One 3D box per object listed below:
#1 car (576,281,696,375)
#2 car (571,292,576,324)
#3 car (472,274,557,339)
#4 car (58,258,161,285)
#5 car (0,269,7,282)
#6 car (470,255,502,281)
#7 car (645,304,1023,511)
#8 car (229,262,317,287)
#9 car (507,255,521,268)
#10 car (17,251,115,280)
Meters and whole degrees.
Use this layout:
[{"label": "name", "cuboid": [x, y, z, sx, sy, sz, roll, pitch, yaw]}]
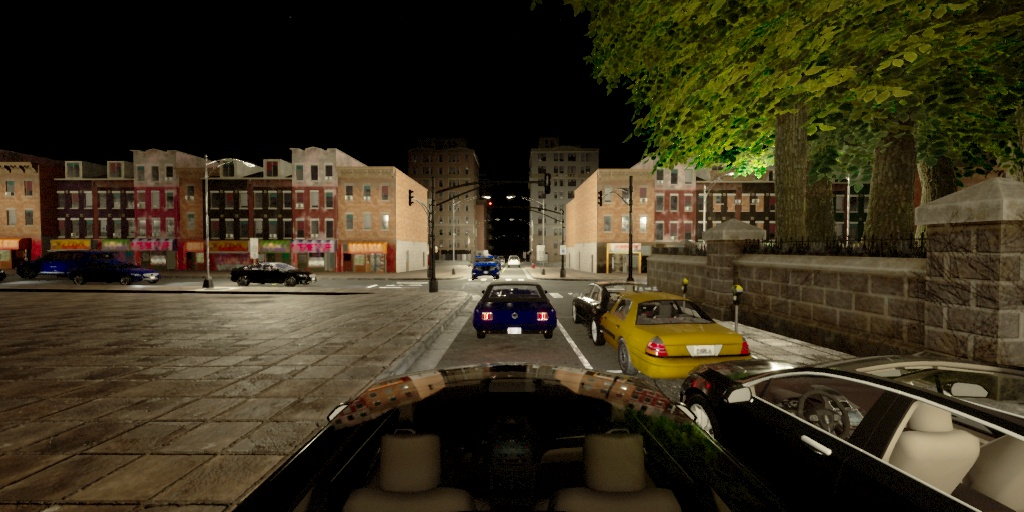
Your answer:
[{"label": "car", "cuboid": [2.684, 1.274, 7.289, 1.751, 1.417, 4.829, 0, 0, 0]}, {"label": "car", "cuboid": [2.658, 1.299, 9.262, 2.007, 1.370, 4.403, 0, 0, 0]}, {"label": "car", "cuboid": [0.072, 1.349, 10.066, 1.895, 1.301, 4.718, 0, 0, 0]}, {"label": "car", "cuboid": [-25.140, 1.084, 22.740, 4.674, 1.442, 1.812, 1, 1, 0]}, {"label": "car", "cuboid": [-35.283, 0.970, 22.768, 4.674, 1.442, 1.812, 1, 1, 1]}, {"label": "car", "cuboid": [-2.363, 0.963, 30.574, 2.150, 2.045, 5.566, 0, -1, -7]}, {"label": "car", "cuboid": [2.637, 1.300, 2.127, 2.007, 1.370, 4.403, 0, 0, 0]}, {"label": "car", "cuboid": [-15.035, 1.161, 22.721, 4.902, 1.511, 2.128, 1, 1, 0]}, {"label": "car", "cuboid": [0.379, 1.012, 63.734, 2.150, 2.045, 5.566, 0, 0, 0]}, {"label": "car", "cuboid": [-31.632, 0.643, 25.687, 5.566, 2.045, 2.150, 1, 1, 0]}]
